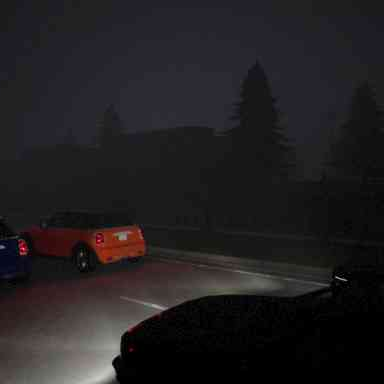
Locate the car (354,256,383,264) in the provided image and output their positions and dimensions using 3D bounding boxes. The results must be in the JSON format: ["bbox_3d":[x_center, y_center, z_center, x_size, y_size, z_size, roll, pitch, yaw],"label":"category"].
[{"bbox_3d":[4.733,1.478,4.917,5.008,1.535,1.882,0,0,36],"label":"car"}]

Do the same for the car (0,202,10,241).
[{"bbox_3d":[-11.014,1.352,16.131,4.553,1.767,2.097,0,0,36],"label":"car"}]

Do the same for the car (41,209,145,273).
[{"bbox_3d":[-3.746,1.352,10.963,4.553,1.767,2.097,0,0,36],"label":"car"}]

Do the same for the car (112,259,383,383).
[{"bbox_3d":[1.754,1.547,2.743,5.357,1.411,2.033,0,0,36],"label":"car"}]

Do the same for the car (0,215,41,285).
[{"bbox_3d":[-6.075,1.352,8.327,4.553,1.767,2.097,0,0,36],"label":"car"}]
